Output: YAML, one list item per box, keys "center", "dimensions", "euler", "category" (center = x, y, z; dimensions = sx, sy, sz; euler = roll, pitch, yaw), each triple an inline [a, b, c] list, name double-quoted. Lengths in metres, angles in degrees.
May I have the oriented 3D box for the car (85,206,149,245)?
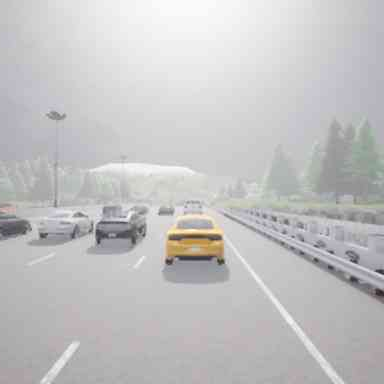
- center: [-3.397, 1.660, 16.591]
  dimensions: [2.128, 1.511, 4.902]
  euler: [0, -1, 0]
  category: "car"

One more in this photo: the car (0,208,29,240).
- center: [-10.399, 1.749, 17.783]
  dimensions: [1.994, 1.385, 4.181]
  euler: [0, -1, 0]
  category: "car"

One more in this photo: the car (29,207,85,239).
- center: [-6.900, 1.723, 18.568]
  dimensions: [1.812, 1.442, 4.674]
  euler: [0, -1, 0]
  category: "car"

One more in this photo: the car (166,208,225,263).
- center: [0.101, 1.587, 12.363]
  dimensions: [1.882, 1.535, 5.008]
  euler: [0, 0, 0]
  category: "car"

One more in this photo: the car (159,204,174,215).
- center: [-3.396, 2.342, 45.099]
  dimensions: [1.994, 1.385, 4.181]
  euler: [0, -1, 0]
  category: "car"

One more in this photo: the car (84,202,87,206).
- center: [-24.493, 2.941, 76.954]
  dimensions: [1.895, 1.301, 4.718]
  euler: [0, -1, 0]
  category: "car"

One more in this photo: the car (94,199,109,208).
- center: [-20.993, 2.559, 77.379]
  dimensions: [2.150, 2.045, 5.566]
  euler: [0, -1, 0]
  category: "car"

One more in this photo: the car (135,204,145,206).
- center: [-6.896, 2.316, 43.995]
  dimensions: [1.994, 1.385, 4.181]
  euler: [0, -1, 0]
  category: "car"

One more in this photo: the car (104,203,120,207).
- center: [-10.396, 2.229, 43.971]
  dimensions: [1.882, 1.535, 5.008]
  euler: [0, -1, 0]
  category: "car"

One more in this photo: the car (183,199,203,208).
- center: [0.105, 1.859, 39.192]
  dimensions: [2.150, 2.045, 5.566]
  euler: [0, -1, 0]
  category: "car"

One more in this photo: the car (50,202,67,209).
- center: [-27.993, 2.860, 69.899]
  dimensions: [1.812, 1.442, 4.674]
  euler: [0, -1, 0]
  category: "car"
